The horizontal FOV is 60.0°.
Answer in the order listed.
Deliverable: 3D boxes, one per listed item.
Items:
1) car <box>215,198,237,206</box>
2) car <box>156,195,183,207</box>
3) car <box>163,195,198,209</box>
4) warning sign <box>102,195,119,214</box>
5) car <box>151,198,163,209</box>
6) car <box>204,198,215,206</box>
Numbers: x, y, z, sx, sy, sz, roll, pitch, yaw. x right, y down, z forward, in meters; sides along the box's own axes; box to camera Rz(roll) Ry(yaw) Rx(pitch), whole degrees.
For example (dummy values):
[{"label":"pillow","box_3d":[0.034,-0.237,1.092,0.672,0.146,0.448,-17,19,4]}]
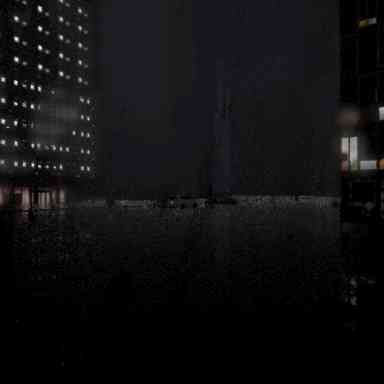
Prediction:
[{"label":"car","box_3d":[6.783,1.825,61.841,1.882,1.535,5.008,0,0,31]},{"label":"car","box_3d":[-4.158,1.682,62.667,2.150,2.045,5.566,0,0,32]},{"label":"car","box_3d":[-1.340,1.510,49.033,2.150,2.045,5.566,0,-1,34]},{"label":"warning sign","box_3d":[-8.285,1.251,33.723,1.300,1.860,1.060,0,0,34]},{"label":"car","box_3d":[-4.048,1.883,50.826,1.895,1.301,4.718,0,-1,34]},{"label":"car","box_3d":[4.003,1.888,63.524,1.812,1.442,4.674,0,0,31]}]
